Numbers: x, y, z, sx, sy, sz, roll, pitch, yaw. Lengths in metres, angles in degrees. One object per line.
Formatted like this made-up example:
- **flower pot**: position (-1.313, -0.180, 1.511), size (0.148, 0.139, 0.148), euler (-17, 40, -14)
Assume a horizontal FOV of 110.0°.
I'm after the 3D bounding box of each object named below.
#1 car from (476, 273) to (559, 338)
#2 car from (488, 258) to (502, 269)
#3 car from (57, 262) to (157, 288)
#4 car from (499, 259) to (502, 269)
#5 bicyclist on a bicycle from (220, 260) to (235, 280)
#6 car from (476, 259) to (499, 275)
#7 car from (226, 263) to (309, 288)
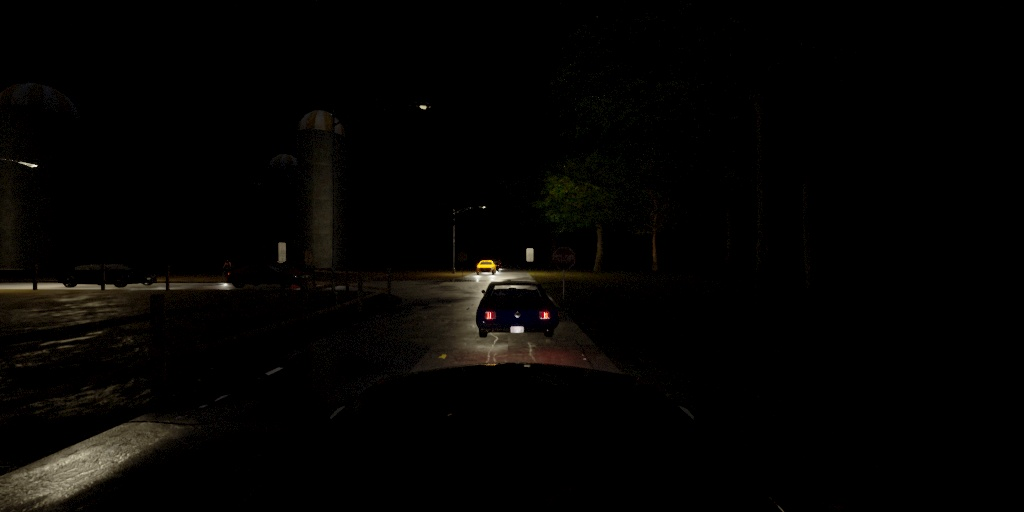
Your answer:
- **car**: position (0.060, 1.350, 10.201), size (1.895, 1.301, 4.718), euler (0, 0, -2)
- **car**: position (-2.792, 1.237, 60.561), size (2.097, 1.767, 4.553), euler (0, 0, 0)
- **car**: position (-25.541, 1.168, 22.726), size (5.008, 1.535, 1.882), euler (0, 0, 0)
- **car**: position (-2.823, 1.314, 50.340), size (2.128, 1.511, 4.902), euler (0, 0, 0)
- **bicyclist on a bicycle**: position (-22.734, 1.135, 28.724), size (0.582, 1.620, 1.656), euler (0, 0, 0)
- **car**: position (-2.837, 1.256, 39.930), size (1.882, 1.535, 5.008), euler (0, 0, 0)
- **car**: position (-15.495, 1.240, 22.844), size (4.674, 1.442, 1.812), euler (0, 0, -2)
